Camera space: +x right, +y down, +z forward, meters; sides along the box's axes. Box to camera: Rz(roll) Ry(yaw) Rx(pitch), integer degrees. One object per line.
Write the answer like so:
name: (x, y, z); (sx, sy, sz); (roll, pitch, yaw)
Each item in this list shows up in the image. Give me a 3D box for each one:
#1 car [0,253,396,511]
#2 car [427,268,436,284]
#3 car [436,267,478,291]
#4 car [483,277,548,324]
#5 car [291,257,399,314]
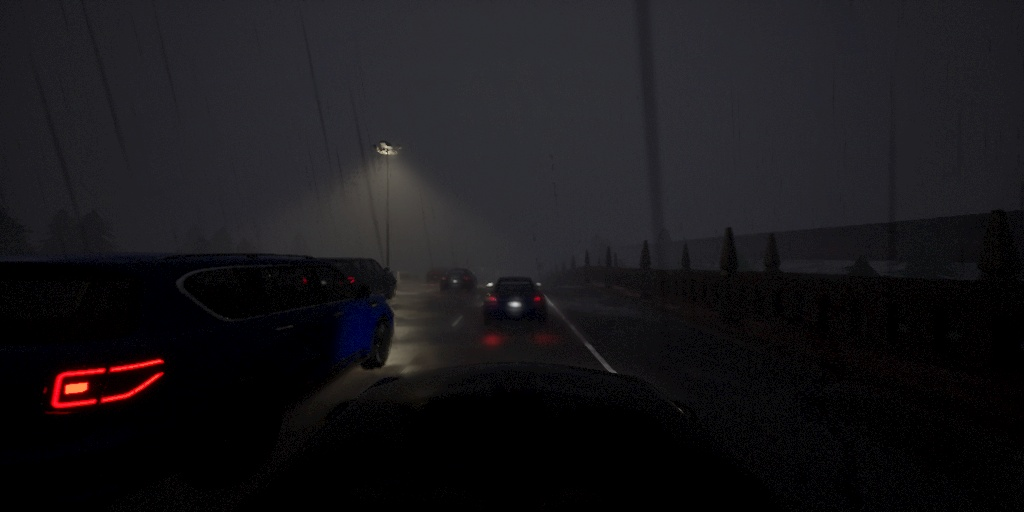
car: (-3.398, 0.998, 4.772); (2.150, 2.045, 5.566); (0, 0, 0)
car: (-6.882, 1.866, 34.695); (1.882, 1.535, 5.008); (0, -3, 0)
car: (-3.389, 1.506, 23.355); (1.994, 1.385, 4.181); (0, -1, 0)
car: (0.107, 1.402, 12.381); (1.994, 1.385, 4.181); (0, 0, 0)
car: (-6.892, 1.087, 15.731); (2.150, 2.045, 5.566); (0, 0, 0)
